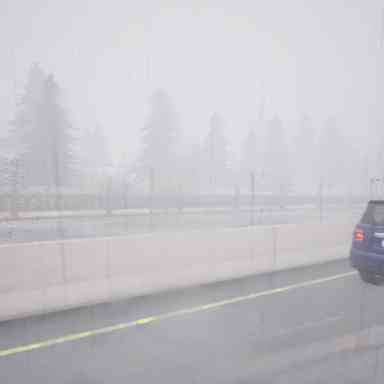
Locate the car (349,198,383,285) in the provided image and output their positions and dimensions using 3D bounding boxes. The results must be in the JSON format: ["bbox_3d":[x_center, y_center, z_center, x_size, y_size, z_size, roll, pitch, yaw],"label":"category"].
[{"bbox_3d":[6.155,1.197,8.013,5.566,2.045,2.150,2,0,-33],"label":"car"}]
